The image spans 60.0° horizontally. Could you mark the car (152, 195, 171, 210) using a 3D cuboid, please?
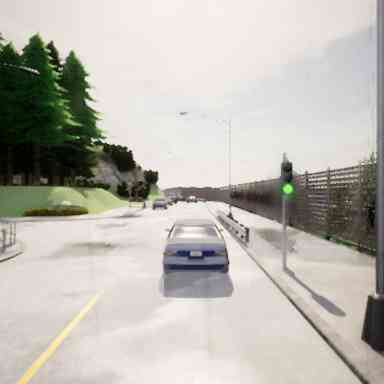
[{"bbox_3d":[-4.095,1.490,43.400,1.837,1.490,4.892,0,0,0],"label":"car"}]

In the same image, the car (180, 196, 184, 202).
[{"bbox_3d":[-3.713,1.514,77.637,5.357,1.411,2.033,0,0,40],"label":"car"}]

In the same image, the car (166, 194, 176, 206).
[{"bbox_3d":[-4.065,1.508,53.297,1.812,1.442,4.674,0,0,0],"label":"car"}]

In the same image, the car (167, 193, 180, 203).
[{"bbox_3d":[-4.003,1.200,63.703,2.150,2.045,5.566,0,0,0],"label":"car"}]

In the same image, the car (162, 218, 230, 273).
[{"bbox_3d":[0.075,1.544,10.603,2.033,1.411,5.357,0,0,-1],"label":"car"}]

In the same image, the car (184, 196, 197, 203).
[{"bbox_3d":[-0.018,1.538,68.427,1.994,1.385,4.181,0,0,-4],"label":"car"}]
